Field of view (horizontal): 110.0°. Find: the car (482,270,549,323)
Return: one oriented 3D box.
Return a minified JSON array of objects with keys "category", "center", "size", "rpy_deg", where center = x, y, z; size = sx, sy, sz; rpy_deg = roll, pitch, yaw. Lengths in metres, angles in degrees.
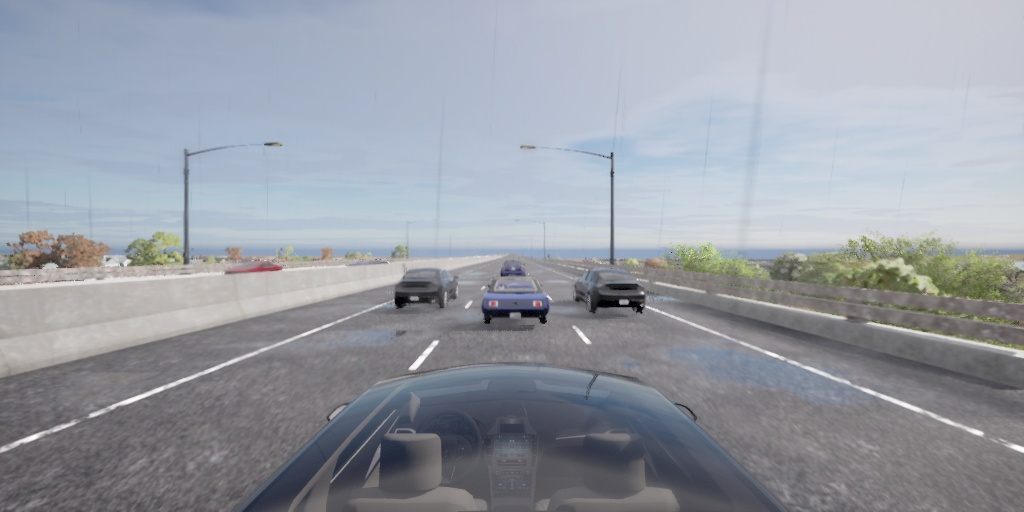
[{"category":"car","center":[0.098,1.333,12.023],"size":[1.895,1.301,4.718],"rpy_deg":[0,0,0]}]

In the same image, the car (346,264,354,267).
[{"category":"car","center":[-17.539,1.225,42.067],"size":[2.033,1.411,5.357],"rpy_deg":[0,0,1]}]

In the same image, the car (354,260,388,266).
[{"category":"car","center":[-14.077,1.193,37.076],"size":[1.837,1.490,4.892],"rpy_deg":[0,0,0]}]

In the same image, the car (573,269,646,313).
[{"category":"car","center":[3.598,1.233,13.927],"size":[1.837,1.490,4.892],"rpy_deg":[0,0,0]}]

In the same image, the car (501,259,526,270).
[{"category":"car","center":[0.095,1.050,30.991],"size":[2.097,1.767,4.553],"rpy_deg":[0,0,0]}]

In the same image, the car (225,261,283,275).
[{"category":"car","center":[-21.097,1.178,29.545],"size":[1.882,1.535,5.008],"rpy_deg":[0,0,0]}]

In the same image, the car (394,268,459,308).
[{"category":"car","center":[-3.402,1.232,14.927],"size":[1.837,1.490,4.892],"rpy_deg":[0,0,0]}]
